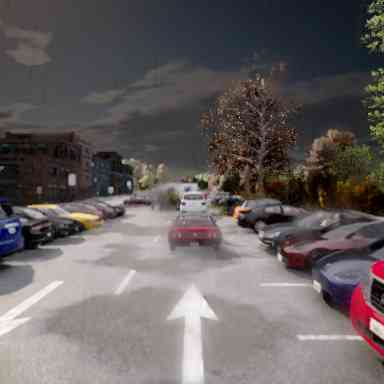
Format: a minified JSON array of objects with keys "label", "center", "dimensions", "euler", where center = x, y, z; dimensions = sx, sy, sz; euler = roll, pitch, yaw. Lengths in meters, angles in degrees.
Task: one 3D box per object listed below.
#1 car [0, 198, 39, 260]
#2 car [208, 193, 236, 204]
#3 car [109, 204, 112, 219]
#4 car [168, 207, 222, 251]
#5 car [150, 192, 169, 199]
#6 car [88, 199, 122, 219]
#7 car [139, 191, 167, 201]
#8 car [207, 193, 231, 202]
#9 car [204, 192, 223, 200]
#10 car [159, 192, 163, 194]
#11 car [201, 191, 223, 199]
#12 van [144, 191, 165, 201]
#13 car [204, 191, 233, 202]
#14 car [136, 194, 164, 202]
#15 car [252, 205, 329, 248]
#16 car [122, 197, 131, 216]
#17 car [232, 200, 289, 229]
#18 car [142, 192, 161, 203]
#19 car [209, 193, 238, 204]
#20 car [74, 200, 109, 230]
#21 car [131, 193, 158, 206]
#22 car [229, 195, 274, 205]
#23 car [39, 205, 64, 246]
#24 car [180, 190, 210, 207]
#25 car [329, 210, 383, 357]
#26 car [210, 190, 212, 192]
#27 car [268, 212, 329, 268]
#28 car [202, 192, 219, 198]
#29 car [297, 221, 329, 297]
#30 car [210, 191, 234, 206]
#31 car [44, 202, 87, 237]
[{"label":"car","center":[-7.692,1.174,9.278],"dimensions":[5.566,2.045,2.435],"euler":[0,0,0]},{"label":"car","center":[5.176,1.093,57.935],"dimensions":[4.553,1.767,2.185],"euler":[0,1,0]},{"label":"car","center":[-7.660,1.385,20.583],"dimensions":[4.674,1.452,2.002],"euler":[0,0,0]},{"label":"car","center":[0.101,1.515,13.706],"dimensions":[1.895,1.301,4.718],"euler":[0,0,0]},{"label":"car","center":[-8.031,0.867,82.825],"dimensions":[4.553,1.767,2.185],"euler":[0,1,0]},{"label":"car","center":[-7.660,1.366,23.408],"dimensions":[4.674,1.452,2.002],"euler":[0,0,0]},{"label":"car","center":[-7.992,0.869,68.907],"dimensions":[5.566,2.045,2.435],"euler":[0,1,0]},{"label":"car","center":[5.099,1.044,63.380],"dimensions":[4.553,1.767,2.185],"euler":[0,1,0]},{"label":"car","center":[5.119,0.893,80.088],"dimensions":[4.553,1.767,2.185],"euler":[0,1,0]},{"label":"car","center":[-7.932,1.260,57.777],"dimensions":[4.674,1.452,2.002],"euler":[0,1,0]},{"label":"car","center":[5.045,0.714,85.656],"dimensions":[5.566,2.045,2.435],"euler":[0,1,0]},{"label":"van","center":[-8.087,0.869,71.690],"dimensions":[4.442,1.987,1.878],"euler":[0,1,0]},{"label":"car","center":[5.152,0.892,66.288],"dimensions":[5.566,2.045,2.435],"euler":[0,1,0]},{"label":"car","center":[-7.955,1.171,63.343],"dimensions":[4.892,1.521,2.231],"euler":[0,1,0]},{"label":"car","center":[4.921,1.406,12.145],"dimensions":[4.892,1.521,2.231],"euler":[0,0,0]},{"label":"car","center":[-7.633,1.335,26.235],"dimensions":[4.792,1.488,2.163],"euler":[0,0,0]},{"label":"car","center":[4.911,1.364,17.917],"dimensions":[5.008,1.535,2.097],"euler":[0,0,0]},{"label":"car","center":[-8.106,1.266,52.210],"dimensions":[5.366,1.575,1.946],"euler":[0,1,0]},{"label":"car","center":[5.183,1.118,55.150],"dimensions":[4.553,1.767,2.185],"euler":[0,1,0]},{"label":"car","center":[-7.478,1.362,17.756],"dimensions":[5.366,1.575,1.946],"euler":[0,0,0]},{"label":"car","center":[-7.898,1.333,49.569],"dimensions":[4.674,1.452,2.002],"euler":[1,0,0]},{"label":"car","center":[4.885,1.219,20.616],"dimensions":[4.553,1.767,2.185],"euler":[0,0,0]},{"label":"car","center":[-7.658,1.405,12.105],"dimensions":[5.008,1.535,2.097],"euler":[0,0,0]},{"label":"car","center":[0.242,1.032,28.451],"dimensions":[2.150,2.045,5.566],"euler":[0,1,3]},{"label":"car","center":[4.883,1.212,3.798],"dimensions":[5.566,2.045,2.435],"euler":[0,0,0]},{"label":"car","center":[5.188,1.018,52.239],"dimensions":[5.566,2.045,2.435],"euler":[0,1,0]},{"label":"car","center":[4.883,1.453,9.447],"dimensions":[4.792,1.488,2.163],"euler":[0,0,0]},{"label":"car","center":[5.027,0.785,91.229],"dimensions":[4.553,1.767,2.185],"euler":[0,1,0]},{"label":"car","center":[4.883,1.473,6.623],"dimensions":[4.792,1.488,2.163],"euler":[0,0,0]},{"label":"car","center":[5.136,1.168,49.455],"dimensions":[4.553,1.767,2.185],"euler":[0,1,0]},{"label":"car","center":[-7.669,1.385,14.930],"dimensions":[5.008,1.535,2.097],"euler":[0,0,0]}]
